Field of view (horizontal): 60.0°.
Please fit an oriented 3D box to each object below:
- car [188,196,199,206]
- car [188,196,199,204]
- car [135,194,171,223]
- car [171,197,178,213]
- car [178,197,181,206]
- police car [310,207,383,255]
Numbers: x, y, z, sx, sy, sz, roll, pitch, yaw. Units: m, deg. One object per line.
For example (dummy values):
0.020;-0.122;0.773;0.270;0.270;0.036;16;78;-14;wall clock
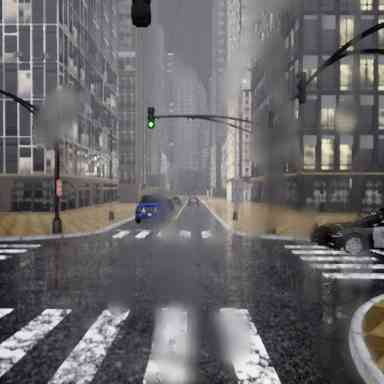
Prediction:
0.234;1.498;55.006;2.128;1.511;4.902;0;0;0;car
0.279;1.563;65.424;2.033;1.411;5.357;0;0;0;car
-2.992;1.215;25.608;2.150;2.045;5.566;0;0;-2;car
-2.936;1.475;37.273;1.882;1.535;5.008;0;0;0;car
-2.789;1.533;56.491;1.812;1.442;4.674;0;0;1;car
7.202;1.391;12.449;5.238;1.638;1.930;0;1;2;police car
